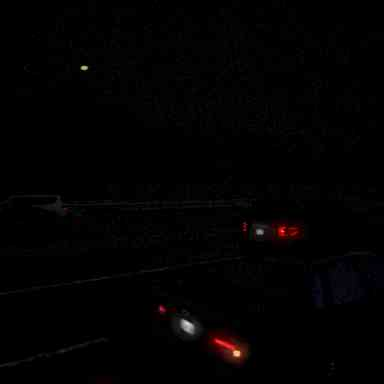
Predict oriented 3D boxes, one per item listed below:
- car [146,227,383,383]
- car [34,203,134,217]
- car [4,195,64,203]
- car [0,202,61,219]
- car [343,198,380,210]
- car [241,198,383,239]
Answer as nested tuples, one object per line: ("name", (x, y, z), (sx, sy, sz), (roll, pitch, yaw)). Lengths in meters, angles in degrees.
("car", (2.000, 1.545, 5.145), (5.357, 1.411, 2.033), (0, 0, -35))
("car", (-5.279, 1.498, 17.381), (4.892, 1.490, 1.837), (0, 0, -35))
("car", (-11.132, 1.214, 21.822), (5.566, 2.045, 2.150), (0, 0, -35))
("car", (-10.035, 1.499, 18.306), (4.892, 1.490, 1.837), (0, 0, -35))
("car", (22.998, 1.603, 45.058), (5.357, 1.411, 2.033), (0, 0, -33))
("car", (4.105, 1.218, 10.898), (5.566, 2.045, 2.150), (0, 0, -35))
